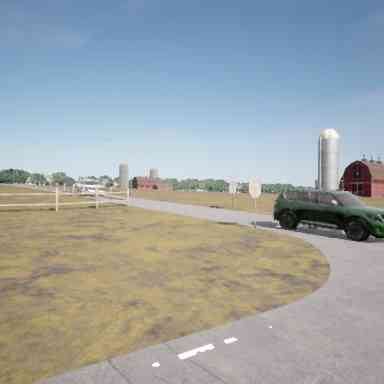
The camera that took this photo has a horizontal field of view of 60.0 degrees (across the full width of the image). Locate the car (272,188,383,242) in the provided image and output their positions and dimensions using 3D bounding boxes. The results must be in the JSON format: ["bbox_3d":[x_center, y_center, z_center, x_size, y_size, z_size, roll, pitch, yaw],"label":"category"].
[{"bbox_3d":[6.242,0.901,15.017,2.150,2.045,5.566,2,2,-36],"label":"car"}]

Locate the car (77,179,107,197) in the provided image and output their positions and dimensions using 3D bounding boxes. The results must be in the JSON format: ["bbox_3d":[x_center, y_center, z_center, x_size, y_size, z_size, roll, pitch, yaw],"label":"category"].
[{"bbox_3d":[-12.257,-0.477,40.602,2.150,2.045,5.566,2,2,-36],"label":"car"}]
